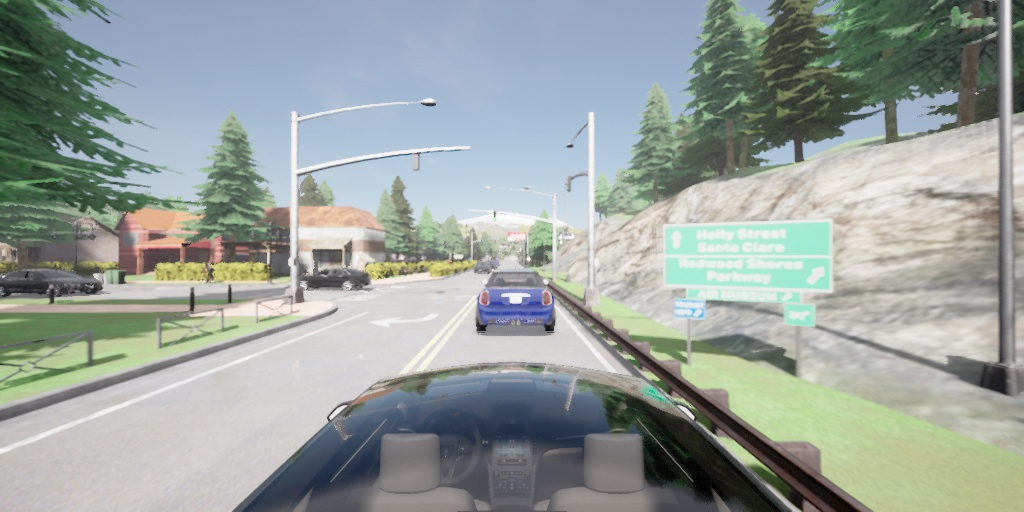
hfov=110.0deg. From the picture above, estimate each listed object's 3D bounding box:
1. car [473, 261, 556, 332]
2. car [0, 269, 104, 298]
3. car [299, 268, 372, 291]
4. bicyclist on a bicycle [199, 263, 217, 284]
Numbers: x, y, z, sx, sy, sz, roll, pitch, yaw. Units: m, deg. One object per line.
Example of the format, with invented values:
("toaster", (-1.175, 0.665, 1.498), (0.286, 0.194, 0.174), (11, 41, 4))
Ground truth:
("car", (0.098, 1.143, 11.179), (2.097, 1.767, 4.553), (0, 0, 0))
("car", (-25.940, 1.496, 20.050), (4.892, 1.490, 1.837), (0, 0, 1))
("car", (-11.887, 1.520, 23.765), (4.892, 1.490, 1.837), (0, -1, 0))
("bicyclist on a bicycle", (-23.315, 1.325, 27.489), (0.582, 1.620, 1.656), (0, 0, 0))
